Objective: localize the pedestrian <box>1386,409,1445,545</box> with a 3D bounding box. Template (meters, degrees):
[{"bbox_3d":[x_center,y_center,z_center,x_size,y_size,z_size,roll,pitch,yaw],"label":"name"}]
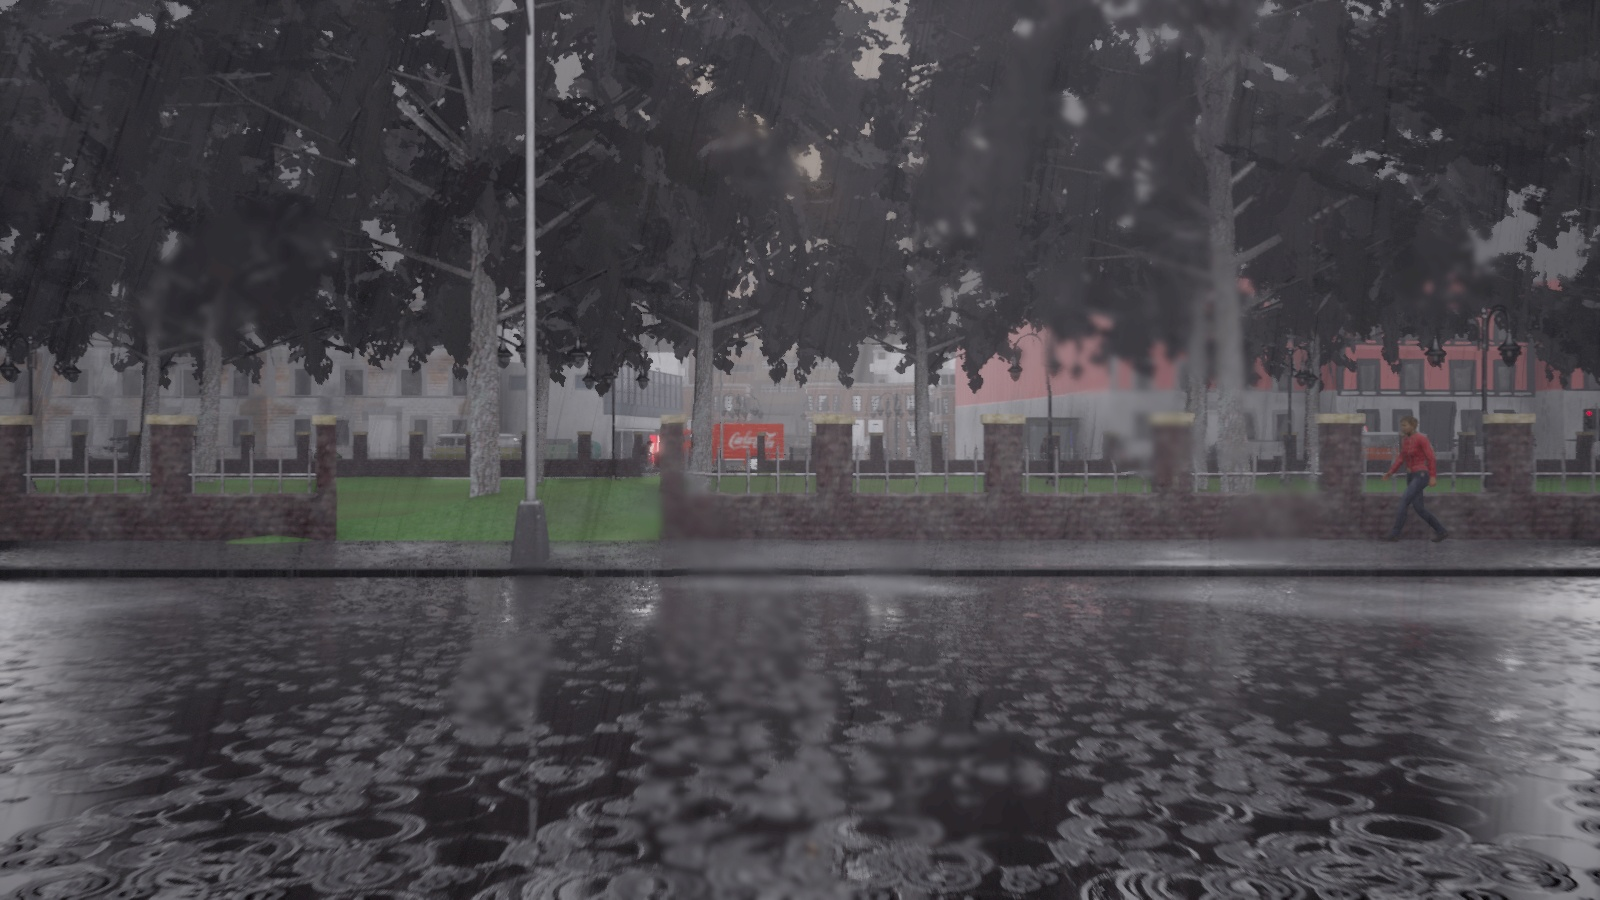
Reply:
[{"bbox_3d":[8.418,0.366,17.187,0.636,1.846,0.331,0,0,0],"label":"pedestrian"}]

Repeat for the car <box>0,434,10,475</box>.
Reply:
[{"bbox_3d":[-38.602,0.202,57.347,3.866,1.878,1.905,0,0,0],"label":"car"}]

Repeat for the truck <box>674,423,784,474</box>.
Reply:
[{"bbox_3d":[-3.399,-0.080,61.190,5.204,2.467,2.627,0,0,0],"label":"truck"}]

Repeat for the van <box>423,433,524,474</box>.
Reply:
[{"bbox_3d":[-15.896,0.151,61.254,4.442,1.987,1.775,0,0,0],"label":"van"}]

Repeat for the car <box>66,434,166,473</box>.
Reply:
[{"bbox_3d":[-33.360,0.183,61.326,3.866,1.878,1.905,0,0,0],"label":"car"}]

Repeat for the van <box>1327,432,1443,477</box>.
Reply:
[{"bbox_3d":[26.538,0.201,57.042,4.442,1.987,1.775,0,0,1],"label":"van"}]
